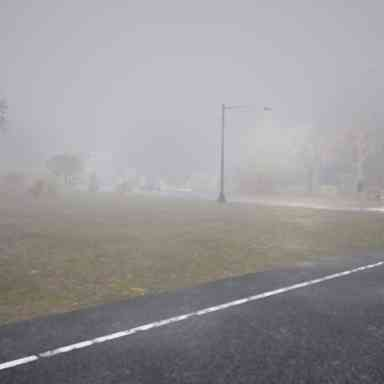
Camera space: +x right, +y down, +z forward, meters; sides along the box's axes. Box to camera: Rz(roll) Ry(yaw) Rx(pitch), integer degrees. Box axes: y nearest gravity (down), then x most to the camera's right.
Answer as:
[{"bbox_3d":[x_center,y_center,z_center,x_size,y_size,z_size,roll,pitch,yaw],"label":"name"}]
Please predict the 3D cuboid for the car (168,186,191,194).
[{"bbox_3d":[-2.307,-0.360,58.534,1.895,1.301,4.718,0,2,-36],"label":"car"}]

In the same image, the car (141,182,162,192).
[{"bbox_3d":[-8.130,-1.047,66.655,2.150,2.045,5.566,0,2,-36],"label":"car"}]
